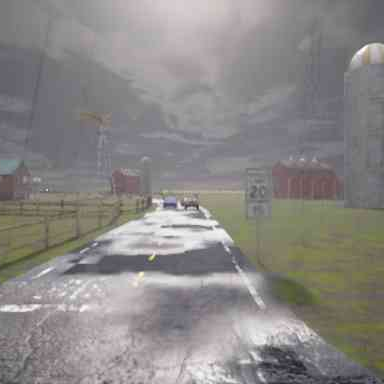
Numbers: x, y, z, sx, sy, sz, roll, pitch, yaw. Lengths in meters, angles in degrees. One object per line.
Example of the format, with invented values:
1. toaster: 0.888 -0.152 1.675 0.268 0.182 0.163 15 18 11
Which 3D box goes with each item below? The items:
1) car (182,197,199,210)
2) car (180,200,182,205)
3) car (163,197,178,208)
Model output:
1. car: -0.064 1.458 42.385 1.837 1.490 4.892 0 0 -2
2. car: -0.730 1.495 52.514 1.994 1.385 4.181 0 0 -6
3. car: -3.003 1.421 46.502 1.882 1.535 5.008 0 0 -2
